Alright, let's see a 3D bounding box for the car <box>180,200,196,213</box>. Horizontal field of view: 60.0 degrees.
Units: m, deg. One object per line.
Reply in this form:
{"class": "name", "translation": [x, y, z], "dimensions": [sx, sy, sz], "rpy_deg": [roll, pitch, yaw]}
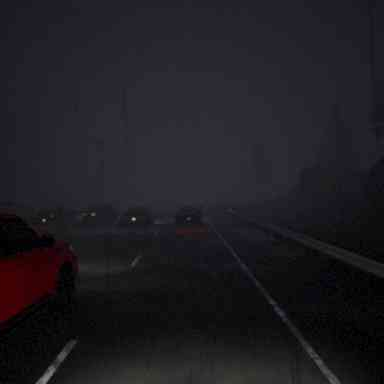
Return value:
{"class": "car", "translation": [-0.484, 1.774, 41.504], "dimensions": [1.812, 1.442, 4.674], "rpy_deg": [0, 0, -1]}

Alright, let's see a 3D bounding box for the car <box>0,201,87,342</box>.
{"class": "car", "translation": [-3.477, 1.255, 4.698], "dimensions": [2.150, 2.045, 5.566], "rpy_deg": [0, 0, -1]}

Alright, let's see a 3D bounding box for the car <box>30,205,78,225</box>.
{"class": "car", "translation": [-10.765, 1.772, 26.330], "dimensions": [1.895, 1.301, 4.718], "rpy_deg": [0, 0, -1]}

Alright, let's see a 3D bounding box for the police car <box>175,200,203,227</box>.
{"class": "police car", "translation": [-0.239, 1.571, 24.458], "dimensions": [1.930, 1.638, 5.238], "rpy_deg": [0, 0, -1]}

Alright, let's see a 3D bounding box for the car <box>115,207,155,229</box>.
{"class": "car", "translation": [-3.720, 1.707, 23.072], "dimensions": [1.994, 1.385, 4.181], "rpy_deg": [0, 0, -1]}

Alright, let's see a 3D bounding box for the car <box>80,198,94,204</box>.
{"class": "car", "translation": [-25.659, 2.067, 81.408], "dimensions": [1.994, 1.385, 4.181], "rpy_deg": [0, 0, -1]}

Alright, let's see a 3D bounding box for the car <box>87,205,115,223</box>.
{"class": "car", "translation": [-7.276, 1.718, 26.954], "dimensions": [2.033, 1.411, 5.357], "rpy_deg": [0, 0, -1]}

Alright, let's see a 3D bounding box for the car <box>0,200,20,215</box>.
{"class": "car", "translation": [-21.620, 1.729, 37.533], "dimensions": [1.882, 1.535, 5.008], "rpy_deg": [0, -1, -1]}

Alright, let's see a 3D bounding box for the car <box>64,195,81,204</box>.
{"class": "car", "translation": [-29.159, 1.744, 81.329], "dimensions": [2.150, 2.045, 5.566], "rpy_deg": [0, 0, -1]}
